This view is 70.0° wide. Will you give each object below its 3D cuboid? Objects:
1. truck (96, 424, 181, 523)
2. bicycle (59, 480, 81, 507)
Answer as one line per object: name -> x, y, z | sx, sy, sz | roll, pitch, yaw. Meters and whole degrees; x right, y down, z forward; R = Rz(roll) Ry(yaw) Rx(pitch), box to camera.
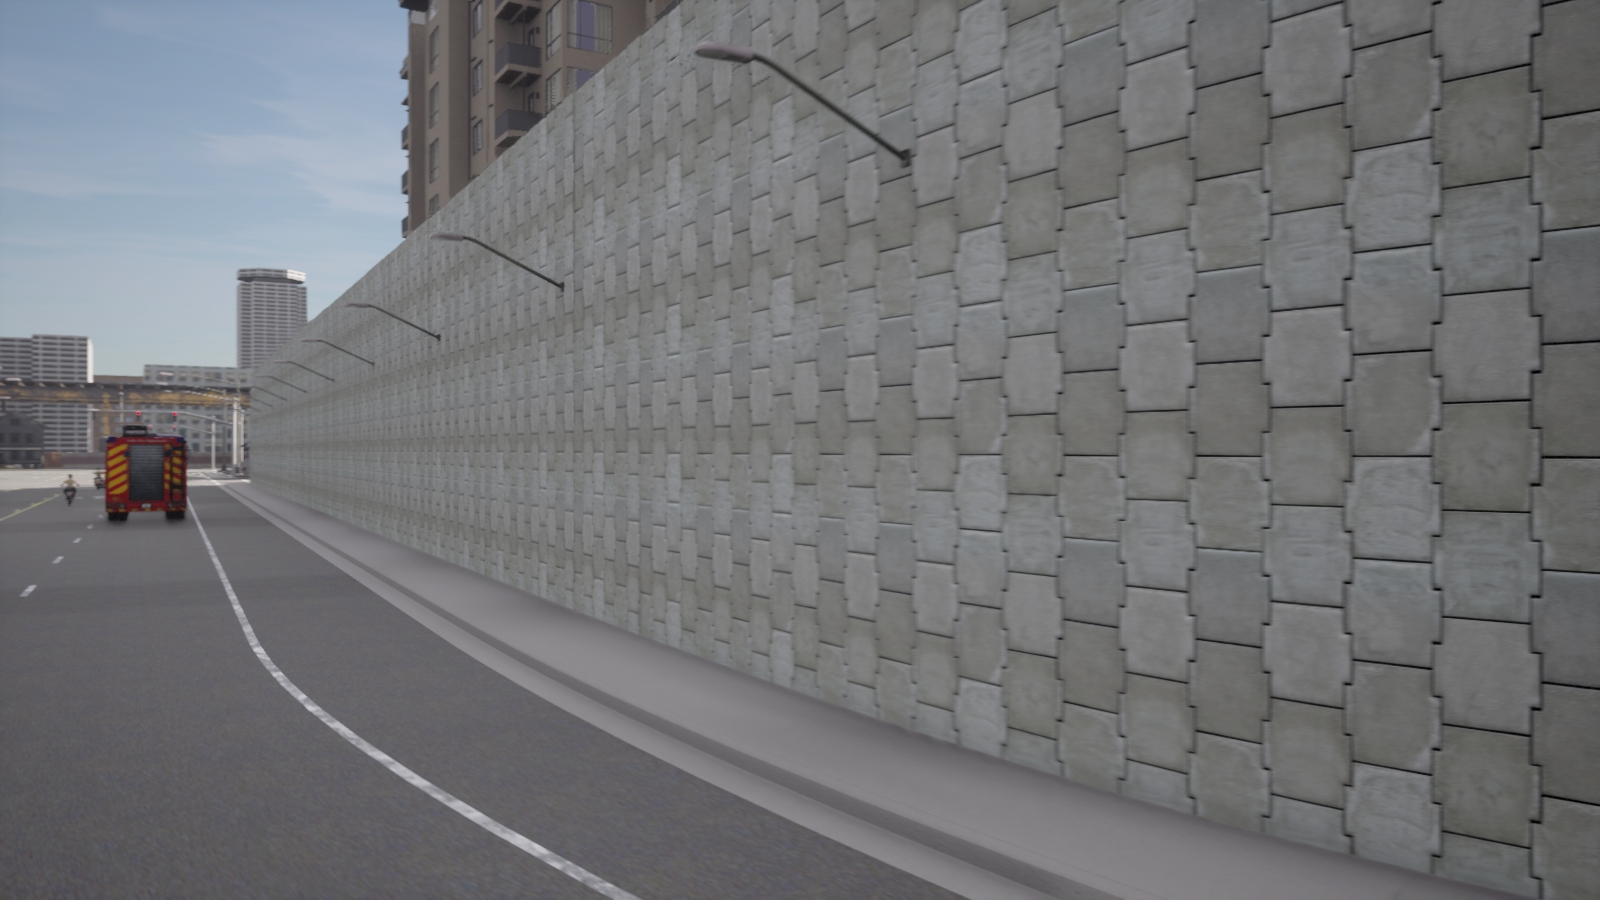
truck -> -28.125, 0.910, 48.763 | 2.891, 3.827, 8.468 | 0, 0, -29
bicycle -> -36.746, 2.167, 57.542 | 0.859, 1.301, 1.487 | 0, 0, -29
